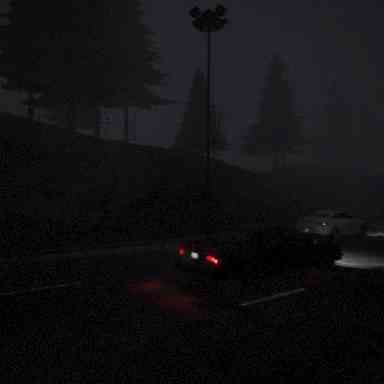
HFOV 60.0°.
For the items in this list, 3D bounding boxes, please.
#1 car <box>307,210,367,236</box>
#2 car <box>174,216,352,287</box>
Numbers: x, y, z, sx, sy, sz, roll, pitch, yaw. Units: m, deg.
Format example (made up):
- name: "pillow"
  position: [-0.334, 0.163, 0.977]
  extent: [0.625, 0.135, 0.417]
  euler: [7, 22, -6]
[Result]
- name: "car"
  position: [7.544, 1.679, 17.826]
  extent: [4.674, 1.442, 1.812]
  euler: [1, 0, -37]
- name: "car"
  position: [2.108, 1.615, 9.552]
  extent: [5.357, 1.411, 2.033]
  euler: [1, 0, -36]
